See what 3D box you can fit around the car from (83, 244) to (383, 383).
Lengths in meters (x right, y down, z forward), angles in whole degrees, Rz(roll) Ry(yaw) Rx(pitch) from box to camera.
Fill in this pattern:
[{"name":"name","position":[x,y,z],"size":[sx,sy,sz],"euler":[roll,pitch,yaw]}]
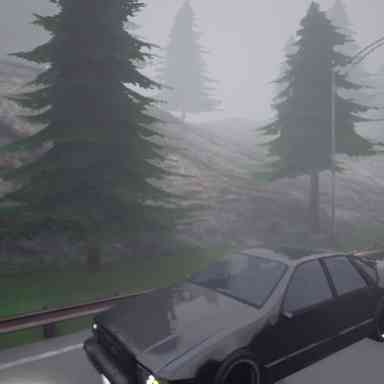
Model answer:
[{"name":"car","position":[1.304,1.546,4.920],"size":[5.357,1.411,2.033],"euler":[0,0,-35]}]
